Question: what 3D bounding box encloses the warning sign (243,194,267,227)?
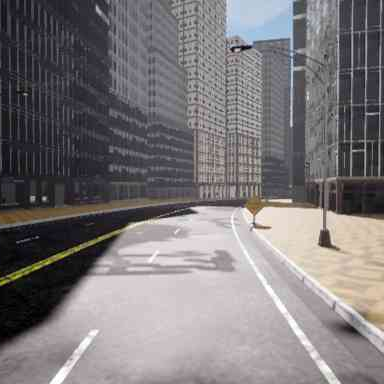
[{"bbox_3d":[3.793,1.100,20.185,1.300,1.860,1.060,1,1,5],"label":"warning sign"}]
